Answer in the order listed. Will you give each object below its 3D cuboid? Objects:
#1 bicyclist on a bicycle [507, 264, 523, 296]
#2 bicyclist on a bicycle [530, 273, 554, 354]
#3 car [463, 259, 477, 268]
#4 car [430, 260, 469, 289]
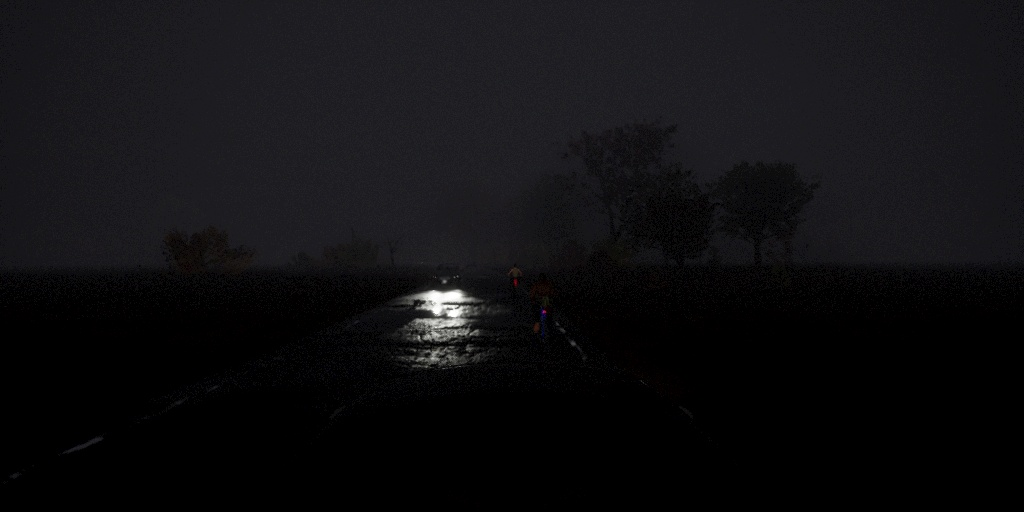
[{"bbox_3d":[0.152,1.188,18.211,0.866,1.612,1.509,0,0,-4],"label":"bicyclist on a bicycle"},{"bbox_3d":[0.678,1.203,7.872,0.582,1.620,1.656,0,0,-2],"label":"bicyclist on a bicycle"},{"bbox_3d":[-7.056,1.321,61.377,2.033,1.411,5.357,0,0,-13],"label":"car"},{"bbox_3d":[-4.187,1.246,23.579,2.128,1.511,4.902,0,0,-5],"label":"car"}]
